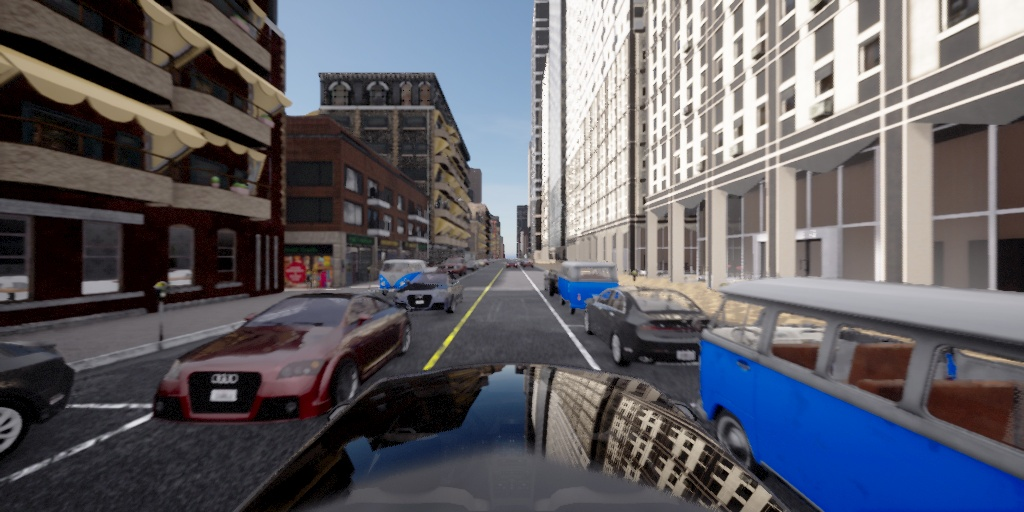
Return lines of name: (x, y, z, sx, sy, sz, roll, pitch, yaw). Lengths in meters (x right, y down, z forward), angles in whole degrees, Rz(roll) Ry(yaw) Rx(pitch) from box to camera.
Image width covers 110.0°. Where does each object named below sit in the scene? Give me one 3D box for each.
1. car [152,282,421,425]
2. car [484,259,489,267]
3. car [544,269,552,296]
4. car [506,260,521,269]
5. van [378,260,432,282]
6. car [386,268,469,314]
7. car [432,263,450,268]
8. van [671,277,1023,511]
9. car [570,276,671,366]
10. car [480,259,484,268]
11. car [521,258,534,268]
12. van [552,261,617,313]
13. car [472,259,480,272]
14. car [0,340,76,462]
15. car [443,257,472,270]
car: (-3.088, 1.314, 5.848, 1.994, 1.385, 4.181, 0, 0, 0)
car: (-5.692, 1.297, 64.051, 1.751, 1.417, 4.829, 0, 0, 0)
car: (2.689, 1.316, 19.033, 1.948, 1.339, 4.313, 0, 0, 0)
car: (-0.001, 1.365, 56.308, 1.895, 1.301, 4.718, 0, 0, 0)
van: (-5.691, 1.092, 19.033, 1.690, 1.789, 3.998, 0, 0, 0)
car: (-3.000, 1.316, 13.664, 1.994, 1.385, 4.181, 0, 0, 0)
car: (-5.691, 1.334, 24.681, 1.802, 1.307, 4.207, 0, 0, 0)
van: (2.690, 1.090, 2.087, 1.690, 1.789, 3.998, 0, 0, 0)
car: (2.690, 1.300, 7.736, 2.007, 1.370, 4.403, 0, 0, 0)
car: (-5.691, 1.314, 52.924, 2.007, 1.370, 4.403, 0, 0, 0)
car: (2.689, 1.347, 58.572, 1.802, 1.307, 4.207, 0, 0, 0)
van: (2.690, 1.090, 13.384, 1.690, 1.789, 3.998, 0, 0, 0)
car: (-5.691, 1.326, 47.276, 1.948, 1.339, 4.313, 0, 0, 0)
car: (-5.691, 1.302, 2.088, 2.007, 1.370, 4.403, 0, 0, 0)
car: (-5.691, 1.070, 35.979, 2.192, 1.841, 5.009, 0, 0, 0)
